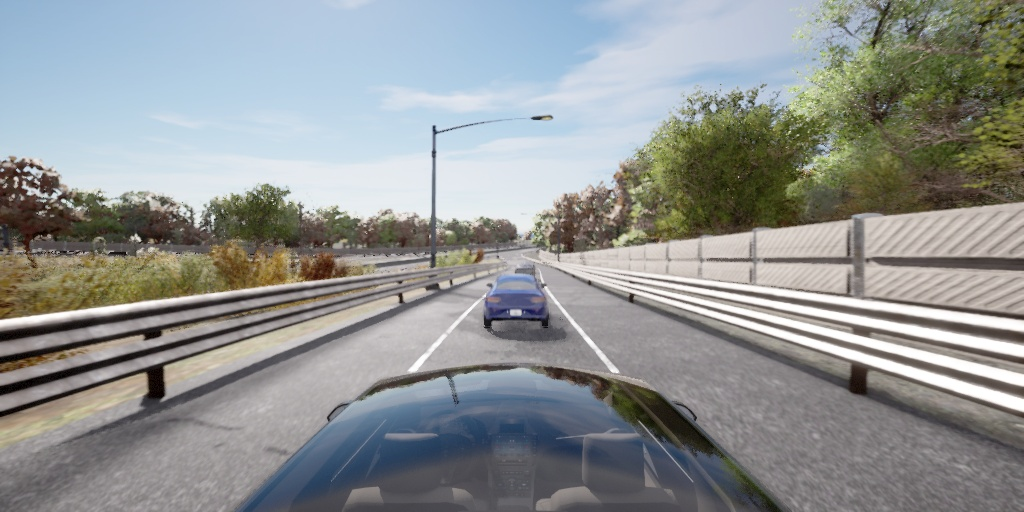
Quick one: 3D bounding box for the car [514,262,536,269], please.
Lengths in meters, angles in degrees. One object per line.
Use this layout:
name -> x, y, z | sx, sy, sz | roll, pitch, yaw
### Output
car -> 1.216, 1.451, 33.675 | 2.128, 1.511, 4.902 | 0, 0, 3

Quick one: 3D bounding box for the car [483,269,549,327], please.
car -> 0.147, 1.287, 11.374 | 1.812, 1.442, 4.674 | 0, 0, 1
